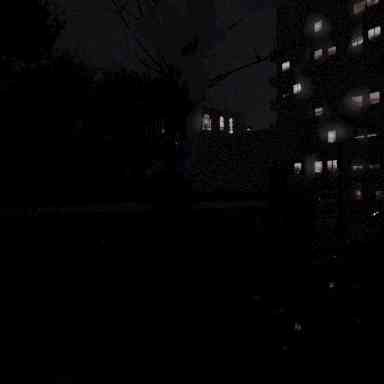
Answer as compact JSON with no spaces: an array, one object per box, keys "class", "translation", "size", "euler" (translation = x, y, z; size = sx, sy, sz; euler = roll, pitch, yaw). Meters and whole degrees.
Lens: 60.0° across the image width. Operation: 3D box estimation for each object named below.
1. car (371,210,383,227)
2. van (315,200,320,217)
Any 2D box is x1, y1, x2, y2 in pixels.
[{"class":"car","translation":[14.972,1.494,22.942],"size":[4.553,1.767,2.097],"euler":[-1,-1,38]},{"class":"van","translation":[10.434,1.647,32.600],"size":[1.690,1.788,3.998],"euler":[-1,0,-36]}]
